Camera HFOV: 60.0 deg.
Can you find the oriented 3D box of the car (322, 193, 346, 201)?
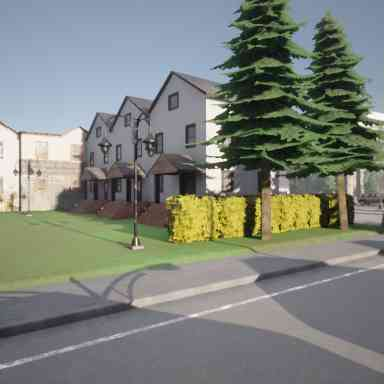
[{"bbox_3d":[31.817,1.097,74.527,1.932,1.855,4.605,0,0,-36],"label":"car"}]

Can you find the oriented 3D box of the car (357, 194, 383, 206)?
[{"bbox_3d":[26.957,1.097,49.072,1.932,1.855,4.605,0,0,-36],"label":"car"}]
